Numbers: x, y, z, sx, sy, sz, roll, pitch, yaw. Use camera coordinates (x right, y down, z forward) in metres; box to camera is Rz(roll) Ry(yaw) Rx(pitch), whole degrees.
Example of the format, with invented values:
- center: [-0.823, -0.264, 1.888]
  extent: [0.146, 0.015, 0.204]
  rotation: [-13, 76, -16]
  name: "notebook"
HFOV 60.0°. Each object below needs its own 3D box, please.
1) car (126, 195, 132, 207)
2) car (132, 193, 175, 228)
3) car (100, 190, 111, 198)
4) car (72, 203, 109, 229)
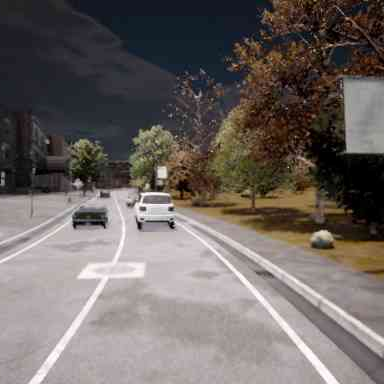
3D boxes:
- center: [-6.713, 1.027, 38.892]
  extent: [1.895, 1.301, 4.718]
  rotation: [1, 1, -14]
  name: "car"
- center: [-2.424, 1.042, 20.755]
  extent: [2.150, 2.045, 5.566]
  rotation: [1, 1, -12]
  name: "car"
- center: [-15.918, 0.341, 61.049]
  extent: [1.882, 1.535, 5.008]
  rotation: [1, 1, -13]
  name: "car"
- center: [-6.052, 1.374, 20.160]
  extent: [1.895, 1.301, 4.718]
  rotation: [1, 1, -12]
  name: "car"
